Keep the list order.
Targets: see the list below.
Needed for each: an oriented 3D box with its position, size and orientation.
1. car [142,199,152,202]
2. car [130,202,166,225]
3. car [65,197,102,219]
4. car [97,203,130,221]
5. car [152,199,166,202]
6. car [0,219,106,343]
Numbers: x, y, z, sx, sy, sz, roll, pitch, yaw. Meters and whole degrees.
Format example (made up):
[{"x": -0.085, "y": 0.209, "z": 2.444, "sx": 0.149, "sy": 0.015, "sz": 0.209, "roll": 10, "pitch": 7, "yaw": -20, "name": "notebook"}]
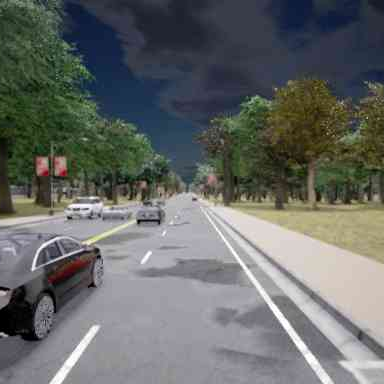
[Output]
[{"x": -9.757, "y": 2.234, "z": 73.051, "sx": 1.895, "sy": 1.301, "sz": 4.718, "roll": 0, "pitch": -1, "yaw": 0, "name": "car"}, {"x": -3.156, "y": 1.757, "z": 26.094, "sx": 2.033, "sy": 1.411, "sz": 5.357, "roll": 0, "pitch": 0, "yaw": 0, "name": "car"}, {"x": -9.851, "y": 1.474, "z": 31.008, "sx": 2.150, "sy": 2.045, "sz": 5.566, "roll": 0, "pitch": -1, "yaw": 0, "name": "car"}, {"x": -6.602, "y": 1.840, "z": 29.530, "sx": 1.895, "sy": 1.301, "sz": 4.718, "roll": 0, "pitch": 0, "yaw": 0, "name": "car"}, {"x": -6.507, "y": 2.134, "z": 70.024, "sx": 2.033, "sy": 1.411, "sz": 5.357, "roll": 0, "pitch": -1, "yaw": 0, "name": "car"}, {"x": -3.170, "y": 1.544, "z": 6.532, "sx": 2.128, "sy": 1.511, "sz": 4.902, "roll": 0, "pitch": 0, "yaw": 0, "name": "car"}]
